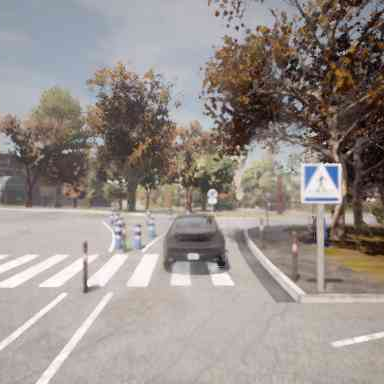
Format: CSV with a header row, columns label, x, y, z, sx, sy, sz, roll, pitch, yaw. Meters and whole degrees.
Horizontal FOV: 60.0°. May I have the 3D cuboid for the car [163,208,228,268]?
label,x,y,z,sx,sy,sz,roll,pitch,yaw
car,0.141,1.498,11.344,1.837,1.490,4.892,0,0,2

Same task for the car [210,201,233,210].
label,x,y,z,sx,sy,sz,roll,pitch,yaw
car,6.886,3.017,77.811,5.566,2.045,2.150,0,0,28

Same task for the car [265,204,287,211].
label,x,y,z,sx,sy,sz,roll,pitch,yaw
car,17.224,3.256,68.786,1.837,1.490,4.892,0,0,-36
